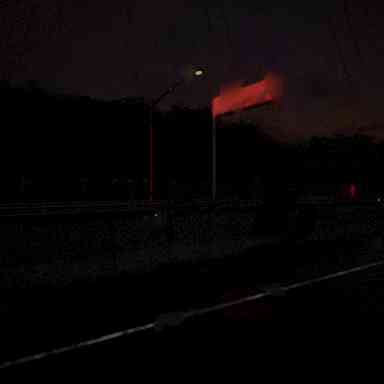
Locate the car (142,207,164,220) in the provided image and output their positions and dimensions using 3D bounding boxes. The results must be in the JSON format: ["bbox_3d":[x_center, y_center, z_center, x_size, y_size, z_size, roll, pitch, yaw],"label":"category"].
[{"bbox_3d":[-0.760,1.382,20.635,4.902,1.511,2.128,-1,0,-35],"label":"car"}]

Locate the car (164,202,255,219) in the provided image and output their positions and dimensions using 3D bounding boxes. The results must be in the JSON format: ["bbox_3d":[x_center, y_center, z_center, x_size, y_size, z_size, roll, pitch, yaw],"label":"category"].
[{"bbox_3d":[1.293,1.381,17.800,4.902,1.511,2.128,-1,0,-35],"label":"car"}]

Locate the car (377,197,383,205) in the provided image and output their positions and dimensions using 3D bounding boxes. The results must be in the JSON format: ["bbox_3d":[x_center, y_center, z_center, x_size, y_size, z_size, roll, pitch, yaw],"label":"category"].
[{"bbox_3d":[26.743,1.068,44.445,4.553,1.767,2.097,0,0,-35],"label":"car"}]
